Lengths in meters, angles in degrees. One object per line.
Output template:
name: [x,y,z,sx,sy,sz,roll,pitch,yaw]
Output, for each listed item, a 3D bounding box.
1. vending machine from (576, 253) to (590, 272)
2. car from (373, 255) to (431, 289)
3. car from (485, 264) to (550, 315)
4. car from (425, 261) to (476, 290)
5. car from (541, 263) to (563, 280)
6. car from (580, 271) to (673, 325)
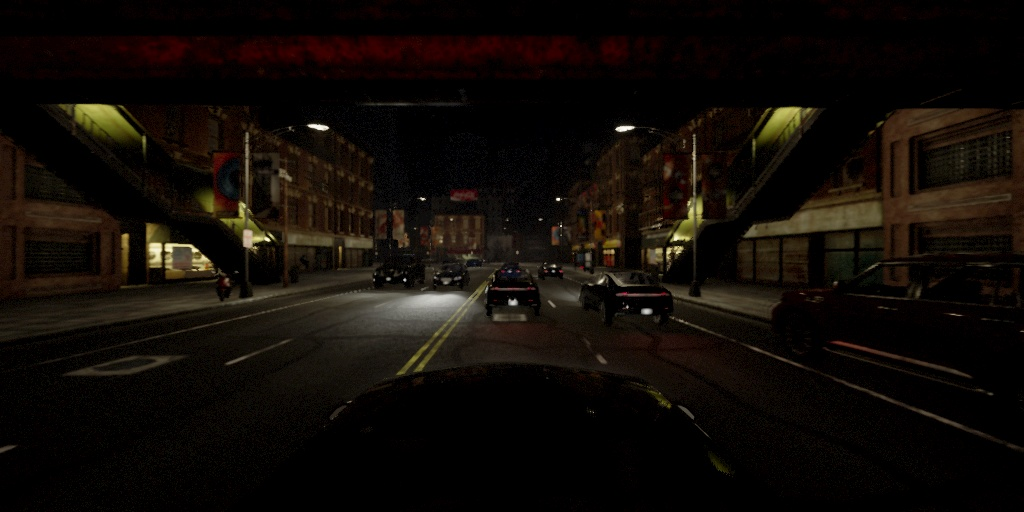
vending machine: [10.475,0.957,53.036,1.100,2.100,0.880,0,0,-2]
car: [-7.263,0.983,23.767,2.150,2.045,5.566,0,0,0]
car: [0.017,1.245,13.551,2.128,1.511,4.902,0,0,0]
car: [-3.754,1.250,22.749,2.128,1.511,4.902,0,0,0]
car: [3.371,1.306,31.882,2.033,1.411,5.357,0,0,0]
car: [3.530,1.243,11.861,2.128,1.511,4.902,0,0,0]
